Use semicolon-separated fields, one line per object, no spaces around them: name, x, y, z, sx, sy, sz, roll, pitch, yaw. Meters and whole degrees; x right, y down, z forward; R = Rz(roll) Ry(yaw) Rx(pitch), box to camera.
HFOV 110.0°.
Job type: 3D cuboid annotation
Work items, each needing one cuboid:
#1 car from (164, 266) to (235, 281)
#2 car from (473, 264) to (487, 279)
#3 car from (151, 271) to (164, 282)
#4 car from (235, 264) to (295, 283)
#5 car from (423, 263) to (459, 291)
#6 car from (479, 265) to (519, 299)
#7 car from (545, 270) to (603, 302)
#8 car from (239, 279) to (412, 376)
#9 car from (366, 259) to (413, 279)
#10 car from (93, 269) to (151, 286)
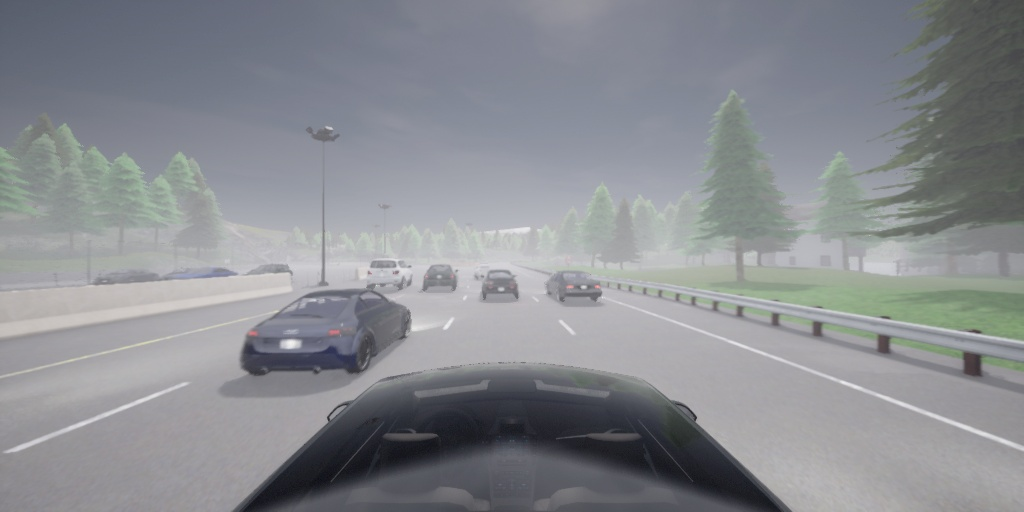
car;-22.784;1.552;26.880;1.882;1.535;5.008;0;-1;-7
car;-2.873;1.575;36.548;1.812;1.442;4.674;0;0;-10
car;-26.656;1.681;29.588;1.994;1.385;4.181;0;-1;-8
car;-19.505;1.425;28.848;2.097;1.767;4.553;0;0;-7
car;-4.728;1.312;24.344;2.097;1.767;4.553;0;0;-6
car;-0.692;1.423;19.259;1.812;1.442;4.674;0;0;-5
car;2.933;1.416;18.032;2.033;1.411;5.357;0;0;-4
car;-3.562;1.381;7.688;1.994;1.385;4.181;0;0;-2
car;-8.255;1.201;24.554;2.150;2.045;5.566;0;0;-7
car;-29.995;1.687;28.154;1.994;1.385;4.181;0;-1;-8
